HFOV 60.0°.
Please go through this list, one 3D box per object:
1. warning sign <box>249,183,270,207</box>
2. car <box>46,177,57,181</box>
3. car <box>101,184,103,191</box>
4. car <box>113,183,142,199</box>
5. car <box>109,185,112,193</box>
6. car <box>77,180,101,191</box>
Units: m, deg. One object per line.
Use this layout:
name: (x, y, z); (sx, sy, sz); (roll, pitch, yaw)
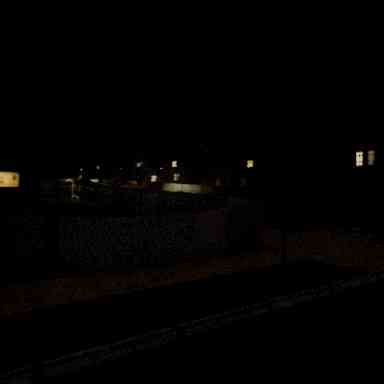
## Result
warning sign: (5.602, 0.226, 27.730); (1.300, 1.860, 1.060); (-3, 2, -35)
car: (-35.627, -2.928, 84.248); (2.097, 1.767, 4.553); (-3, 4, -35)
car: (-16.076, -0.997, 54.543); (2.033, 1.411, 5.357); (0, 3, -35)
car: (-6.279, -0.056, 35.490); (2.128, 1.511, 4.902); (0, 3, -35)
car: (-10.215, -0.533, 46.207); (1.812, 1.442, 4.674); (0, 2, -34)
car: (-15.472, -1.125, 48.863); (1.882, 1.535, 5.008); (0, 3, -35)
